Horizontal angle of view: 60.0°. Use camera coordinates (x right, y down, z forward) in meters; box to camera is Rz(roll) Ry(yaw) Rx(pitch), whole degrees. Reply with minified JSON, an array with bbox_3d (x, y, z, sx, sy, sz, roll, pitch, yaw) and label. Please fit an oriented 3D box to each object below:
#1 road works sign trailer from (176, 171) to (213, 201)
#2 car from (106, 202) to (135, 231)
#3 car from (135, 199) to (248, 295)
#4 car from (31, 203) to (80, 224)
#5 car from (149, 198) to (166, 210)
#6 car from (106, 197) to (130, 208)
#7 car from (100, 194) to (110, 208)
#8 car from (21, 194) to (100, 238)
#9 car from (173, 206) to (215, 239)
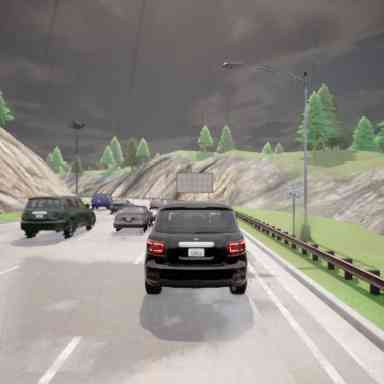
[{"bbox_3d":[0.186,0.464,21.599,2.380,3.560,2.880,0,0,0],"label":"road works sign trailer"},{"bbox_3d":[-3.427,1.548,20.435,2.033,1.411,5.357,0,0,0],"label":"car"},{"bbox_3d":[0.087,1.221,8.884,2.150,2.045,5.566,0,0,0],"label":"car"},{"bbox_3d":[-10.452,1.601,25.844,1.895,1.301,4.718,0,0,0],"label":"car"},{"bbox_3d":[-4.496,1.562,42.930,1.994,1.385,4.181,0,0,-7],"label":"car"},{"bbox_3d":[-7.252,1.507,34.528,1.837,1.490,4.892,0,1,-3],"label":"car"},{"bbox_3d":[-11.392,1.222,42.180,2.150,2.045,5.566,0,0,-7],"label":"car"},{"bbox_3d":[-6.924,1.219,17.786,2.150,2.045,5.566,0,0,0],"label":"car"},{"bbox_3d":[0.096,1.558,18.102,1.994,1.385,4.181,0,0,0],"label":"car"}]
